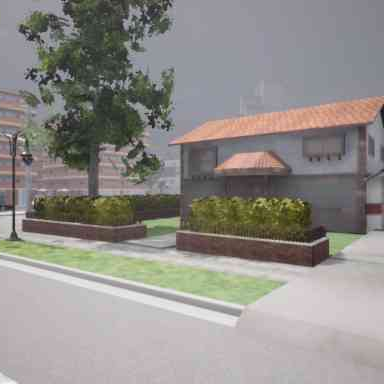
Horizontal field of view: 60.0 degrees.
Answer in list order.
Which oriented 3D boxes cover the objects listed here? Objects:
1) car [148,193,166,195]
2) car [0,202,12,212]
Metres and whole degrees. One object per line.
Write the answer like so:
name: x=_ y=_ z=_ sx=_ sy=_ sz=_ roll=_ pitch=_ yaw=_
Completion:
car: x=-6.401 y=1.219 z=55.873 sx=2.150 sy=2.045 sz=5.566 roll=0 pitch=0 yaw=36
car: x=-21.589 y=1.601 z=35.037 sx=1.895 sy=1.301 sz=4.718 roll=0 pitch=0 yaw=33
